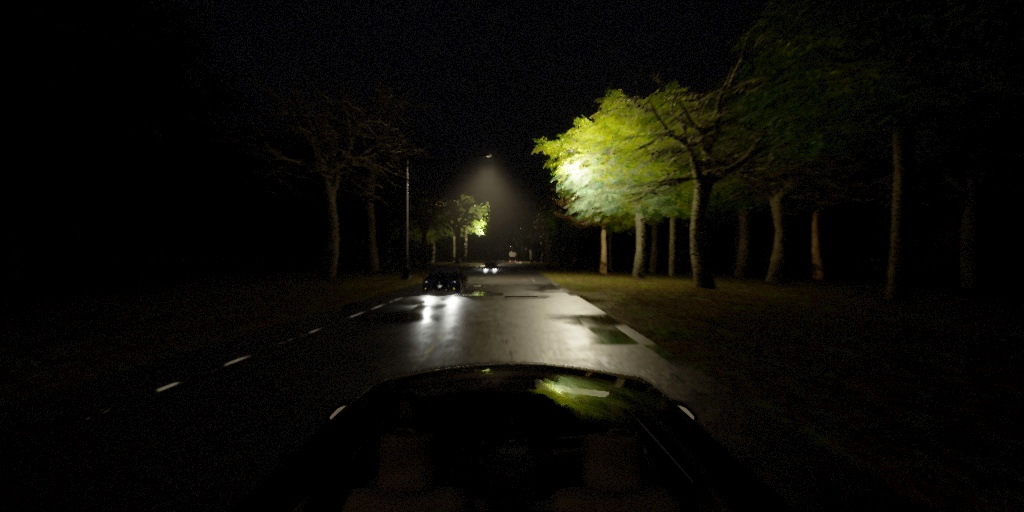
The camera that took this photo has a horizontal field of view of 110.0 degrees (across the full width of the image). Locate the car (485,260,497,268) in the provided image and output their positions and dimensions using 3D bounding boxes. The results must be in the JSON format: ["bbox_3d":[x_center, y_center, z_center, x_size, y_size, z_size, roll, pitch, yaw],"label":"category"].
[{"bbox_3d":[-3.518,1.385,60.093,1.895,1.301,4.718,0,0,1],"label":"car"}]

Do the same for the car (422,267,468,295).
[{"bbox_3d":[-3.587,1.308,19.806,1.994,1.385,4.181,0,0,0],"label":"car"}]
